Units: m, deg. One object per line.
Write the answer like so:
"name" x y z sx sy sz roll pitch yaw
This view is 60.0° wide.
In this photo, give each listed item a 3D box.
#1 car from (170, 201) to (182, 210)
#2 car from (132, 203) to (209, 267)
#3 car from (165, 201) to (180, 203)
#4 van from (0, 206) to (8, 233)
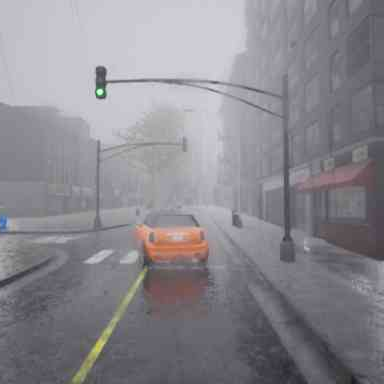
"car" -2.803 2.300 58.022 1.837 1.490 4.892 0 -1 0
"car" -0.926 1.446 12.152 2.097 1.767 4.553 0 -1 -14
"car" -2.840 1.994 42.623 2.128 1.511 4.902 0 -1 0
"van" -12.924 1.662 19.306 3.998 1.788 1.690 0 -3 0
